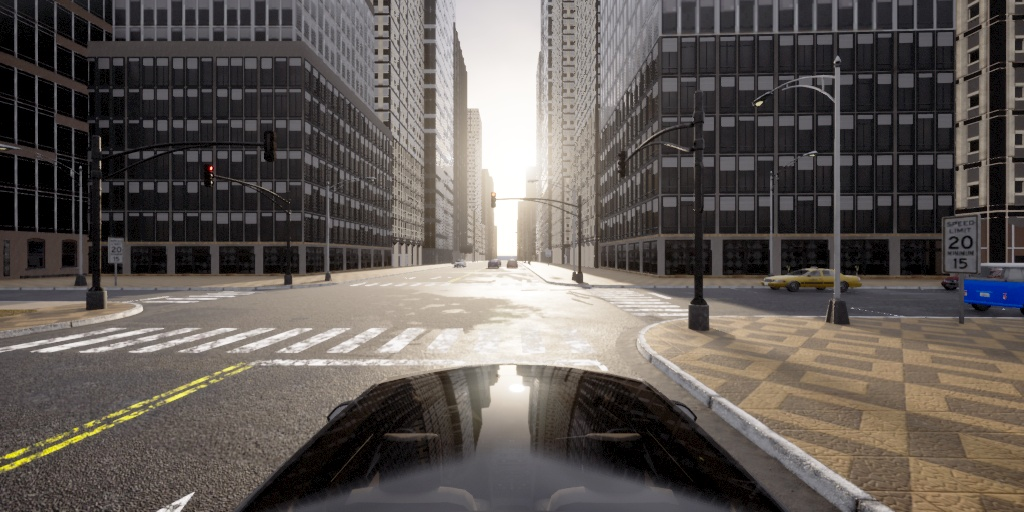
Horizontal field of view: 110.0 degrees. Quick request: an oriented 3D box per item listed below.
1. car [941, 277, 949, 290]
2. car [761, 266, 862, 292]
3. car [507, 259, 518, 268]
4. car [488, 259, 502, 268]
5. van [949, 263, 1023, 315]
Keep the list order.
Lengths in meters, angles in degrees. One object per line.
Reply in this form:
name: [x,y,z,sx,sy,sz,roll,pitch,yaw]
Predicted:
car: [26.935,1.356,20.143,4.207,1.307,1.802,0,0,2]
car: [17.101,1.293,20.635,4.829,1.417,1.751,0,0,2]
car: [0.045,1.425,63.647,1.994,1.385,4.181,0,0,0]
car: [-3.206,1.335,62.817,1.882,1.535,5.008,0,0,0]
van: [18.366,1.119,12.462,3.998,1.789,1.690,0,0,2]
